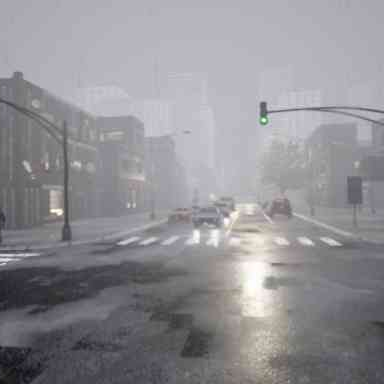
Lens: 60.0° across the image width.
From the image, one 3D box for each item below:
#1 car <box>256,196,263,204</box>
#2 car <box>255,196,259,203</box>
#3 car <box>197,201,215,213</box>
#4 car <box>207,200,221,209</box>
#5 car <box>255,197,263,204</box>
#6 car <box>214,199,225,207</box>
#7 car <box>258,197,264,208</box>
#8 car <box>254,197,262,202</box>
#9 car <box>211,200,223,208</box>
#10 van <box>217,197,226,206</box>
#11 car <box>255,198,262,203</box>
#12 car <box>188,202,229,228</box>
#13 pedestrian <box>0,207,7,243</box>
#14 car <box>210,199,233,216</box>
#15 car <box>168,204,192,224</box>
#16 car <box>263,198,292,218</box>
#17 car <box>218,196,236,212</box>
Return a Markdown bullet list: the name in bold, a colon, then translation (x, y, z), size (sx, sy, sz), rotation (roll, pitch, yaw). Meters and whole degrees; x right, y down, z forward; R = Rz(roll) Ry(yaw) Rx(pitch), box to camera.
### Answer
- **car**: translation (11.971, 1.846, 53.941), size (2.008, 1.369, 4.403), rotation (-1, -1, 9)
- **car**: translation (13.752, 1.959, 64.846), size (1.802, 1.307, 4.206), rotation (-1, -1, 9)
- **car**: translation (1.895, 1.921, 44.216), size (1.752, 1.417, 4.829), rotation (-1, -1, 9)
- **car**: translation (3.703, 2.056, 55.289), size (1.802, 1.307, 4.206), rotation (-1, -1, 9)
- **car**: translation (16.449, 2.034, 81.374), size (1.752, 1.417, 4.829), rotation (-1, -1, 9)
- **car**: translation (5.454, 2.081, 66.027), size (1.752, 1.417, 4.829), rotation (-1, -1, 9)
- **car**: translation (11.082, 1.822, 48.488), size (1.947, 1.339, 4.313), rotation (-1, -1, 9)
- **car**: translation (18.203, 2.161, 92.112), size (1.947, 1.339, 4.313), rotation (-1, -1, 9)
- **car**: translation (4.593, 2.097, 60.741), size (1.802, 1.307, 4.206), rotation (-1, -1, 9)
- **van**: translation (6.369, 1.940, 71.650), size (1.690, 1.788, 3.998), rotation (-1, -1, 9)
- **car**: translation (17.313, 2.133, 86.658), size (1.802, 1.307, 4.206), rotation (-1, -1, 9)
- **car**: translation (1.327, 1.756, 24.612), size (2.033, 1.411, 5.357), rotation (-1, -1, 9)
- **pedestrian**: translation (-9.538, 1.634, 16.545), size (0.375, 1.860, 0.375), rotation (-1, 0, 9)
- **car**: translation (2.871, 1.797, 33.929), size (1.812, 1.442, 4.674), rotation (-1, -1, 10)
- **car**: translation (-0.834, 1.831, 28.042), size (1.887, 1.381, 4.507), rotation (-1, -1, 9)
- **car**: translation (8.407, 1.457, 32.131), size (2.192, 1.841, 5.009), rotation (-1, -1, 9)
- **car**: translation (4.640, 1.564, 44.387), size (2.150, 2.045, 5.566), rotation (-1, -1, 9)
